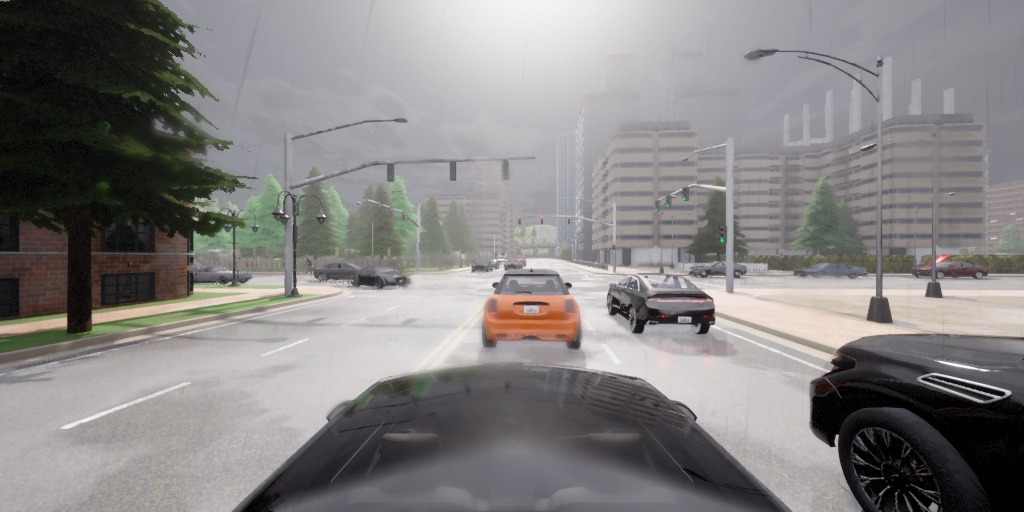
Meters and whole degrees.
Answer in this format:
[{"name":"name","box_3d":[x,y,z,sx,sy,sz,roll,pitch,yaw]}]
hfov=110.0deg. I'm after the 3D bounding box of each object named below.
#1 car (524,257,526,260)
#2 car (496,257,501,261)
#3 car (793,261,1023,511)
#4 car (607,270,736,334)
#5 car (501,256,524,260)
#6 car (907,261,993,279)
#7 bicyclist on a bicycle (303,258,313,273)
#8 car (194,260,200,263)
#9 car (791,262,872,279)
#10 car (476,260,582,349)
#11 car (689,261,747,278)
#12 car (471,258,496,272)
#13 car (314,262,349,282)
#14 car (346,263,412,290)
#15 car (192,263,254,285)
[{"name":"car","box_3d":[0.781,1.314,58.652,1.994,1.385,4.181,0,0,5]},{"name":"car","box_3d":[-3.024,1.241,54.804,2.128,1.511,4.902,0,0,4]},{"name":"car","box_3d":[3.708,0.971,0.759,2.150,2.045,5.566,0,0,0]},{"name":"car","box_3d":[4.092,1.241,10.596,2.128,1.511,4.902,0,0,4]},{"name":"car","box_3d":[0.135,1.102,50.056,2.097,1.767,4.553,0,0,4]},{"name":"car","box_3d":[38.753,1.228,31.822,5.008,1.535,1.882,0,0,4]},{"name":"bicyclist on a bicycle","box_3d":[-22.758,1.051,40.054,0.582,1.620,1.656,0,0,4]},{"name":"car","box_3d":[-26.505,1.101,29.333,4.553,1.767,2.097,0,0,4]},{"name":"car","box_3d":[28.850,1.297,32.544,5.357,1.411,2.033,0,0,4]},{"name":"car","box_3d":[0.517,1.102,9.368,2.097,1.767,4.553,0,0,3]},{"name":"car","box_3d":[19.002,1.241,33.254,4.902,1.511,2.128,0,0,4]},{"name":"car","box_3d":[-3.759,1.102,45.884,2.097,1.767,4.553,0,0,6]},{"name":"car","box_3d":[-13.037,1.255,28.344,4.892,1.490,1.837,0,0,4]},{"name":"car","box_3d":[-8.199,1.314,22.578,4.181,1.385,1.994,0,0,36]},{"name":"car","box_3d":[-21.136,1.351,25.423,4.718,1.301,1.895,0,0,4]}]
